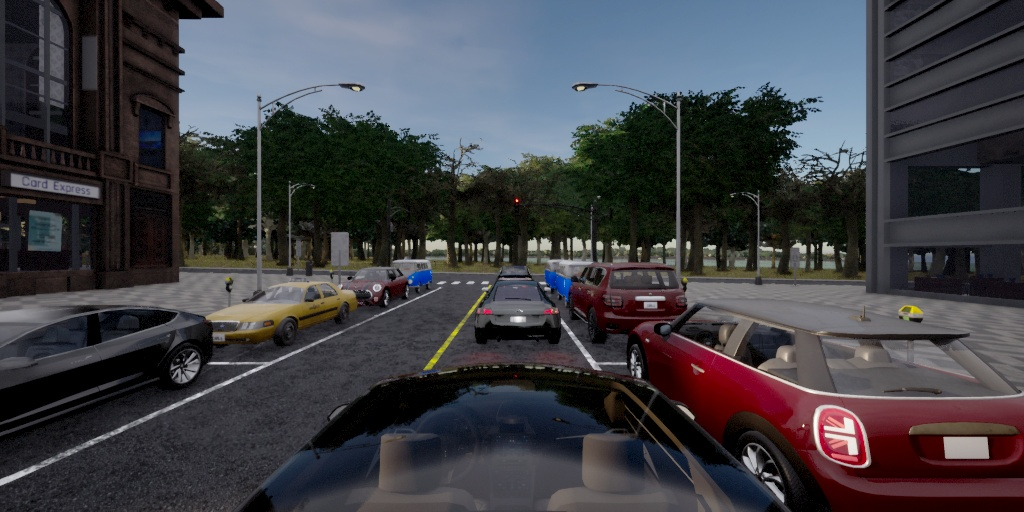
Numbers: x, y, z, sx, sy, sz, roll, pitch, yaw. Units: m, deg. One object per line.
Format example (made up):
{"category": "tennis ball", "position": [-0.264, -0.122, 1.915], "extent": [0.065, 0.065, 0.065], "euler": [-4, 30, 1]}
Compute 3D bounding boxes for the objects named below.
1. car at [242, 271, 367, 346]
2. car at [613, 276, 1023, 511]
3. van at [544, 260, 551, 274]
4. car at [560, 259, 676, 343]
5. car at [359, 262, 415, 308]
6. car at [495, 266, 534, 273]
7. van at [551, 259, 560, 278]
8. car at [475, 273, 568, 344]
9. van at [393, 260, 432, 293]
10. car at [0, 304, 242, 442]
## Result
{"category": "car", "position": [-5.747, 1.276, 9.406], "extent": [1.751, 1.417, 4.829], "euler": [0, 0, 0]}
{"category": "car", "position": [2.767, 1.190, 4.120], "extent": [1.967, 1.591, 4.097], "euler": [0, 0, 0]}
{"category": "van", "position": [2.802, 1.092, 20.433], "extent": [1.690, 1.789, 3.998], "euler": [0, 0, 0]}
{"category": "car", "position": [2.779, 1.065, 9.558], "extent": [2.192, 1.841, 5.009], "euler": [0, 0, 0]}
{"category": "car", "position": [-5.735, 1.191, 15.013], "extent": [1.967, 1.591, 4.097], "euler": [0, 0, 0]}
{"category": "car", "position": [0.136, 1.243, 18.488], "extent": [2.128, 1.511, 4.902], "euler": [0, 0, 0]}
{"category": "van", "position": [2.790, 1.092, 14.995], "extent": [1.690, 1.789, 3.998], "euler": [0, 0, 0]}
{"category": "car", "position": [0.120, 1.314, 9.607], "extent": [1.994, 1.385, 4.181], "euler": [0, 0, 0]}
{"category": "van", "position": [-5.723, 1.092, 20.451], "extent": [1.690, 1.789, 3.998], "euler": [0, 0, 0]}
{"category": "car", "position": [-5.758, 1.316, 4.138], "extent": [1.948, 1.339, 4.313], "euler": [0, 0, 0]}
